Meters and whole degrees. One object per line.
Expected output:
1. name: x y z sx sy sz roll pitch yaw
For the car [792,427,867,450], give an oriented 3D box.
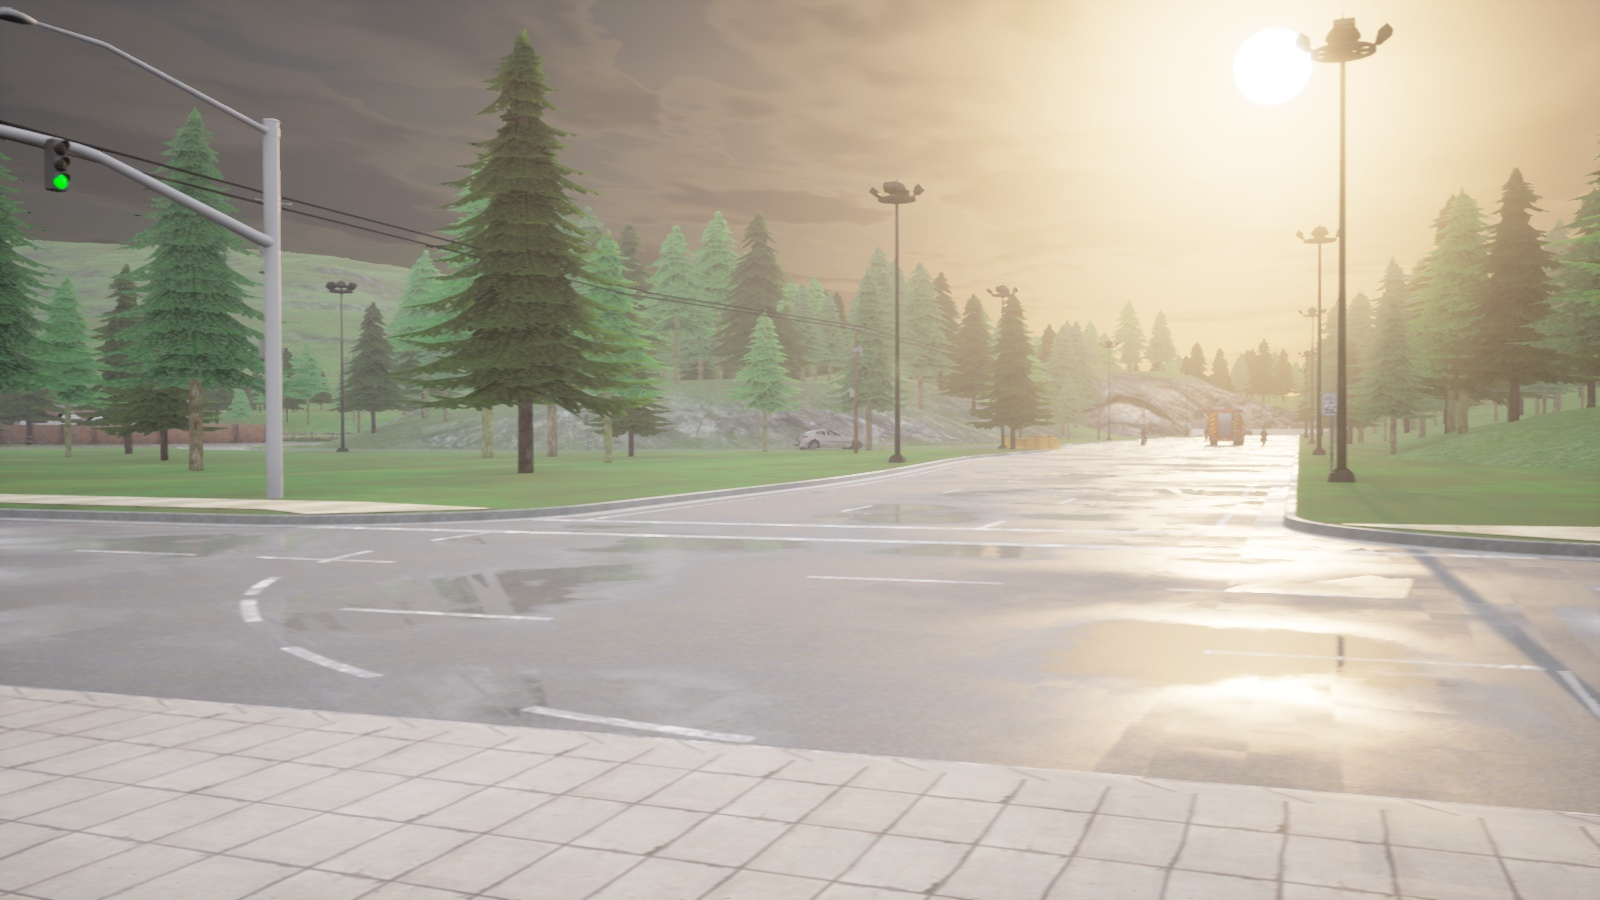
1. car: 2.144 -0.860 91.654 5.027 1.651 2.152 0 1 -18
